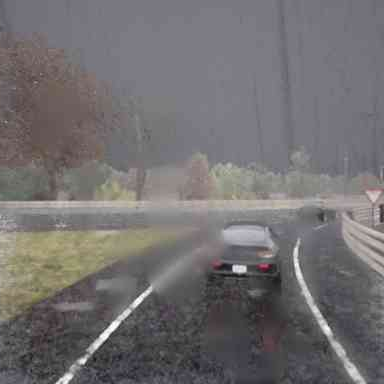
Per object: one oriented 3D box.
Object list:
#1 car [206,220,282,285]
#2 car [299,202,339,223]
[{"bbox_3d":[1.580,1.542,9.604,1.812,1.442,4.674,0,0,13],"label":"car"},{"bbox_3d":[10.246,1.542,26.774,1.882,1.535,5.008,0,0,39],"label":"car"}]
